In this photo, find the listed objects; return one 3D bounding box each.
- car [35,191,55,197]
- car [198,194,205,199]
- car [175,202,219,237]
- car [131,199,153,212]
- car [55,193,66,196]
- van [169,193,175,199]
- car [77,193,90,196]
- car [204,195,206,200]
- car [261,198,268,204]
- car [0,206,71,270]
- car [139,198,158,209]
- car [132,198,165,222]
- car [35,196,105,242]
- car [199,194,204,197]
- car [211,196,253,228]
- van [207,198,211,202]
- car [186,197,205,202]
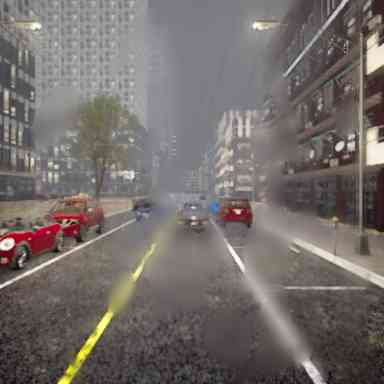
[{"bbox_3d":[-27.372,0.712,58.202,5.009,1.841,2.192,1,-1,-1],"label":"car"},{"bbox_3d":[2.682,1.352,93.234,1.887,1.381,4.507,0,0,0],"label":"car"},{"bbox_3d":[0.091,1.505,17.732,2.033,1.411,5.357,0,0,0],"label":"car"},{"bbox_3d":[-5.694,1.478,38.375,1.947,1.339,4.313,0,0,0],"label":"car"},{"bbox_3d":[-27.481,0.919,66.578,4.313,1.339,1.947,1,-1,-1],"label":"car"},{"bbox_3d":[-5.699,1.148,93.232,1.690,1.788,3.998,0,0,0],"label":"van"},{"bbox_3d":[-22.035,0.980,66.728,4.829,1.417,1.752,1,-1,-1],"label":"car"},{"bbox_3d":[2.686,1.353,38.376,1.967,1.590,4.097,0,0,0],"label":"car"},{"bbox_3d":[16.024,1.614,67.076,4.097,1.590,1.967,1,-1,-1],"label":"car"},{"bbox_3d":[-5.693,1.414,10.620,1.967,1.590,4.097,0,0,0],"label":"car"},{"bbox_3d":[-5.694,1.467,43.621,1.947,1.339,4.313,0,0,0],"label":"car"},{"bbox_3d":[-3.098,1.465,25.632,1.812,1.442,4.674,0,0,0],"label":"car"},{"bbox_3d":[-5.693,1.276,16.170,2.192,1.841,5.009,0,0,0],"label":"car"},{"bbox_3d":[2.683,1.391,83.267,1.947,1.339,4.313,0,0,0],"label":"car"},{"bbox_3d":[2.687,1.264,21.723,2.192,1.841,5.009,0,0,0],"label":"car"},{"bbox_3d":[2.686,1.265,32.825,1.690,1.788,3.998,0,0,0],"label":"van"},{"bbox_3d":[0.089,1.518,36.150,1.895,1.301,4.718,0,0,0],"label":"car"}]
